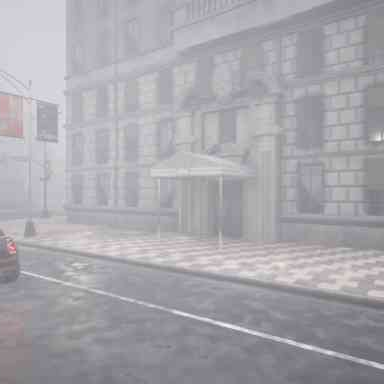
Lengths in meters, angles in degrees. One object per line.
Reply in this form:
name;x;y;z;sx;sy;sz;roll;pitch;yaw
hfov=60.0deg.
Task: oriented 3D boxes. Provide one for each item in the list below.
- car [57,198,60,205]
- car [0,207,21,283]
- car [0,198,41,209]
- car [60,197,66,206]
car;-18.726;1.226;53.302;2.150;2.045;5.566;0;0;36
car;-6.407;1.353;8.448;4.553;1.767;2.097;0;0;35
car;-21.837;1.568;42.929;1.994;1.385;4.181;0;0;35
car;-16.730;1.482;50.081;1.882;1.535;5.008;0;0;36
